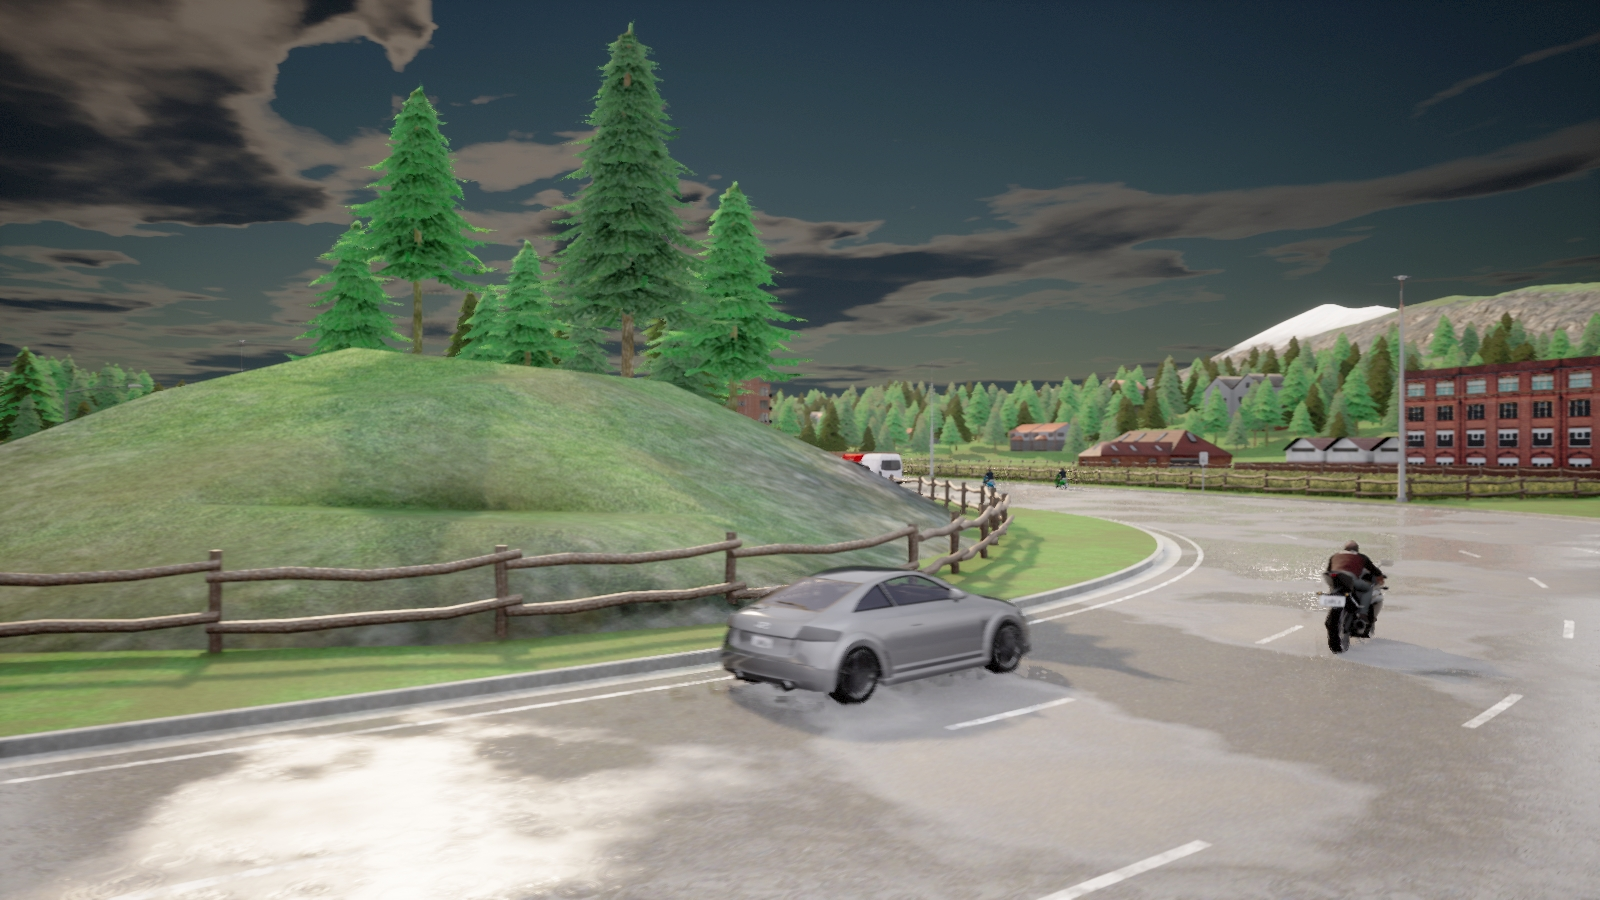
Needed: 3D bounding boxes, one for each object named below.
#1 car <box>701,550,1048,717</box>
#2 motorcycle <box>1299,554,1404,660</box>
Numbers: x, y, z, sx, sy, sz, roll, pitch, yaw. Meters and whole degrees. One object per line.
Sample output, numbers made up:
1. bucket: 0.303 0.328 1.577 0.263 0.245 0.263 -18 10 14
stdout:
1. car: 1.035 2.130 14.220 4.181 1.385 1.994 0 0 -43
2. motorcycle: 8.006 2.219 16.523 0.867 1.251 2.209 -2 -1 39
